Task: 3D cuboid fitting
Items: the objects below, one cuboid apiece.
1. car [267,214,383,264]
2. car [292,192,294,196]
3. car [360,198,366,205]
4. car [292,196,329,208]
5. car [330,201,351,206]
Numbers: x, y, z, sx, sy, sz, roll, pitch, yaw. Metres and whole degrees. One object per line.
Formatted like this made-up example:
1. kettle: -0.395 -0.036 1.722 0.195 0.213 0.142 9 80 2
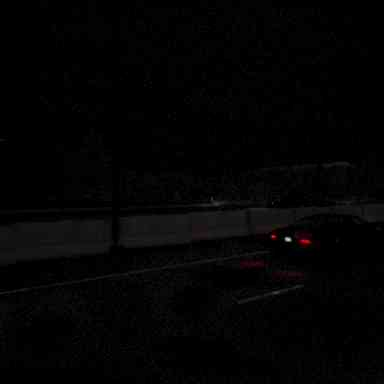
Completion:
1. car: 4.972 1.470 11.487 5.357 1.411 2.033 0 0 -35
2. car: 12.130 0.961 42.281 5.566 2.045 2.150 0 0 -35
3. car: 19.574 1.308 34.668 4.181 1.385 1.994 0 0 -35
4. car: 14.515 1.343 39.678 4.718 1.301 1.895 0 0 -35
5. car: 18.082 1.261 37.892 4.674 1.442 1.812 0 0 -35
